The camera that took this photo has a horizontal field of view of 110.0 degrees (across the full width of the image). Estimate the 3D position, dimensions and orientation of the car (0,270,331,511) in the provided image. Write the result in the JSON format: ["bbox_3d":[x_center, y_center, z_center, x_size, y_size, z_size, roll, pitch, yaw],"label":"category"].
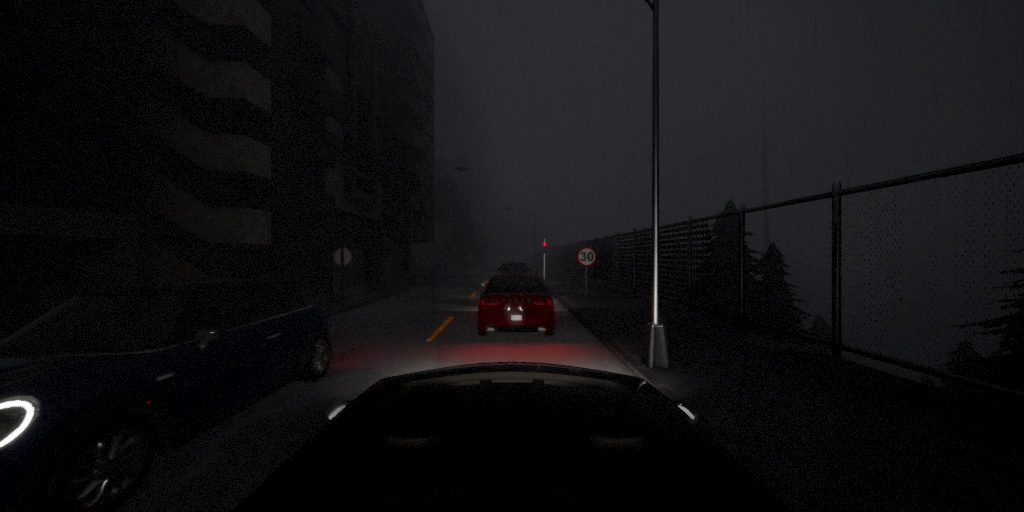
[{"bbox_3d":[-4.099,1.102,4.145,2.097,1.767,4.553,0,0,0],"label":"car"}]

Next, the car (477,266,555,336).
[{"bbox_3d":[0.094,1.228,10.482,1.882,1.535,5.008,0,0,0],"label":"car"}]

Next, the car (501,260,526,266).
[{"bbox_3d":[0.090,1.102,20.851,2.097,1.767,4.553,0,0,0],"label":"car"}]
